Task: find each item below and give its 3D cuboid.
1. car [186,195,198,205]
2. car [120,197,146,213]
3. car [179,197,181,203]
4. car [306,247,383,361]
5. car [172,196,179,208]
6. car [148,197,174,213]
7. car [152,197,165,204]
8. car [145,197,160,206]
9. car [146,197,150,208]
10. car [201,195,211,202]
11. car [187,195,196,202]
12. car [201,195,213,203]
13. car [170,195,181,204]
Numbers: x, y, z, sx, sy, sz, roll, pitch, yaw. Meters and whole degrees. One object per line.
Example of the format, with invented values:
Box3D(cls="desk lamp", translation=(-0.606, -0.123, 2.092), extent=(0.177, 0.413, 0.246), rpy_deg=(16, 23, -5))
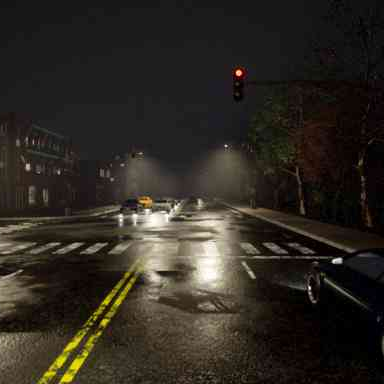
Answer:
Box3D(cls="car", translation=(0.074, 1.505, 58.843), extent=(1.812, 1.442, 4.674), rpy_deg=(0, 0, 0))
Box3D(cls="car", translation=(-6.636, 1.515, 36.803), extent=(1.812, 1.442, 4.674), rpy_deg=(0, 0, 1))
Box3D(cls="car", translation=(-3.347, 1.581, 56.304), extent=(1.895, 1.301, 4.718), rpy_deg=(0, 0, 0))
Box3D(cls="car", translation=(3.335, 1.563, 5.273), extent=(1.994, 1.385, 4.181), rpy_deg=(0, 0, 1))
Box3D(cls="car", translation=(-3.360, 1.476, 46.224), extent=(2.128, 1.511, 4.902), rpy_deg=(0, 0, 0))
Box3D(cls="car", translation=(-3.357, 1.515, 36.956), extent=(1.812, 1.442, 4.674), rpy_deg=(0, 0, 0))
Box3D(cls="car", translation=(-6.566, 1.577, 65.720), extent=(1.895, 1.301, 4.718), rpy_deg=(0, 0, 0))
Box3D(cls="car", translation=(-6.602, 1.545, 55.798), extent=(1.994, 1.385, 4.181), rpy_deg=(0, 0, 0))
Box3D(cls="car", translation=(-6.609, 1.463, 45.888), extent=(1.882, 1.535, 5.008), rpy_deg=(0, 0, 0))
Box3D(cls="car", translation=(3.212, 1.509, 78.552), extent=(2.033, 1.411, 5.357), rpy_deg=(0, 0, 0))
Box3D(cls="car", translation=(-0.037, 1.493, 79.776), extent=(2.128, 1.511, 4.902), rpy_deg=(0, 0, 0))
Box3D(cls="car", translation=(3.320, 1.466, 68.368), extent=(2.128, 1.511, 4.902), rpy_deg=(0, 0, 0))
Box3D(cls="car", translation=(-3.313, 1.453, 66.580), extent=(1.882, 1.535, 5.008), rpy_deg=(0, 0, 0))
